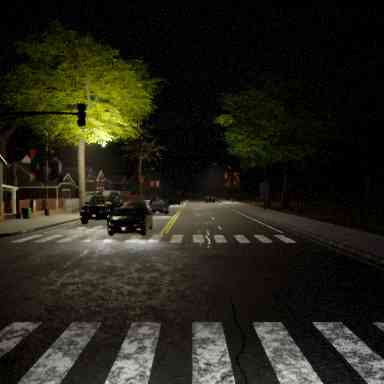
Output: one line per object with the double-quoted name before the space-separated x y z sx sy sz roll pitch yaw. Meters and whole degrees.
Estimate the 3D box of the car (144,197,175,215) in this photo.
"car" -3.184 1.538 33.355 2.033 1.411 5.357 0 0 0

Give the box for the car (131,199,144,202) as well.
"car" -6.400 1.538 39.634 2.033 1.411 5.357 0 0 0

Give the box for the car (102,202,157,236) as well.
"car" -3.260 1.498 18.304 1.837 1.490 4.892 0 0 0

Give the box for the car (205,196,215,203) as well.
"car" 3.687 1.503 67.625 1.837 1.490 4.892 0 0 1

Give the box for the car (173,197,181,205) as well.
"car" -2.985 1.558 56.472 1.994 1.385 4.181 0 0 1

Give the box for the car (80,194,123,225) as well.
"car" -6.484 1.213 24.679 2.150 2.045 5.566 0 0 0
